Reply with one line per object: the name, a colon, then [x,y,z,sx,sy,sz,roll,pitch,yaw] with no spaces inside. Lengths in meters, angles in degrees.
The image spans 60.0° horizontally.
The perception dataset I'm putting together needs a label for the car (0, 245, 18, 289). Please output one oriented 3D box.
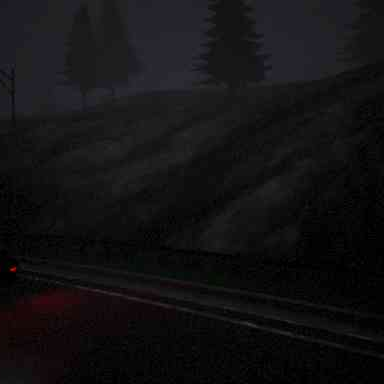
car: [-5.882,1.491,7.427,4.674,1.442,1.812,0,1,28]
